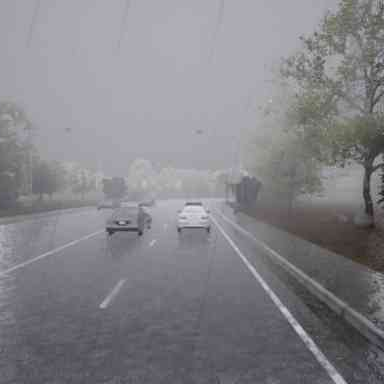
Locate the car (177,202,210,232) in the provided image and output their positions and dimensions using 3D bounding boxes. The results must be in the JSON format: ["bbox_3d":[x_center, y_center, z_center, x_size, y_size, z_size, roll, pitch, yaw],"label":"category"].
[{"bbox_3d":[0.106,1.525,19.872,1.812,1.442,4.674,0,0,0],"label":"car"}]

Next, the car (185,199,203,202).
[{"bbox_3d":[0.253,1.476,37.676,1.882,1.535,5.008,0,0,1],"label":"car"}]

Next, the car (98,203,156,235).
[{"bbox_3d":[-3.394,1.546,18.661,2.033,1.411,5.357,0,0,0],"label":"car"}]

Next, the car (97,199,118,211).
[{"bbox_3d":[-10.325,1.560,41.209,1.994,1.385,4.181,0,0,2],"label":"car"}]

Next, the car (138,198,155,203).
[{"bbox_3d":[-6.533,1.544,48.487,2.033,1.411,5.357,0,0,3],"label":"car"}]
